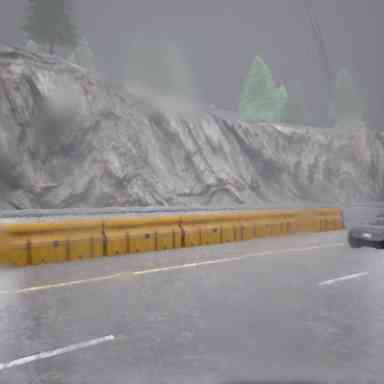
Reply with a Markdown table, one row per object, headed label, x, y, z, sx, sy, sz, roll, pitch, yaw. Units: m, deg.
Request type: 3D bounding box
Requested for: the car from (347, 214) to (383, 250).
| label | x | y | z | sx | sy | sz | roll | pitch | yaw |
| --- | --- | --- | --- | --- | --- | --- | --- | --- | --- |
| car | 8.202 | 1.569 | 13.320 | 4.181 | 1.385 | 1.994 | 0 | 0 | -30 |
